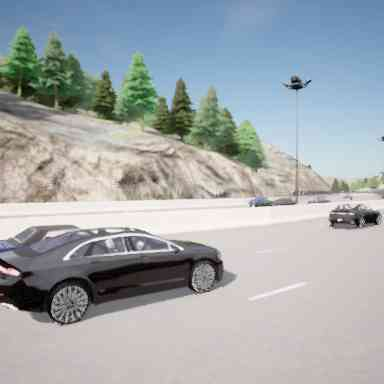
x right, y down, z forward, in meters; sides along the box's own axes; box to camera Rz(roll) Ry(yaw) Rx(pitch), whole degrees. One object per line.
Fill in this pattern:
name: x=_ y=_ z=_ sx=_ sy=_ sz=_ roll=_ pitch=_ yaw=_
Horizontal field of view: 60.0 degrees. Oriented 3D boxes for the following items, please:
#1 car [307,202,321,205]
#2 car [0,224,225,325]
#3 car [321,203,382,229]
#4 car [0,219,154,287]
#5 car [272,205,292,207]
car: x=16.323 y=1.500 z=42.645 sx=2.128 sy=1.511 sz=4.902 roll=0 pitch=0 yaw=42
car: x=-1.461 y=1.502 z=7.162 sx=4.902 sy=1.511 sz=2.128 roll=0 pitch=0 yaw=-36
car: x=10.739 y=1.492 z=21.776 sx=4.902 sy=1.511 sz=2.128 roll=0 pitch=0 yaw=-42
car: x=-3.669 y=1.618 z=9.849 sx=4.718 sy=1.301 sz=1.895 roll=0 pitch=0 yaw=-36
car: x=11.815 y=1.523 z=42.866 sx=1.837 sy=1.490 sz=4.892 roll=0 pitch=0 yaw=43
